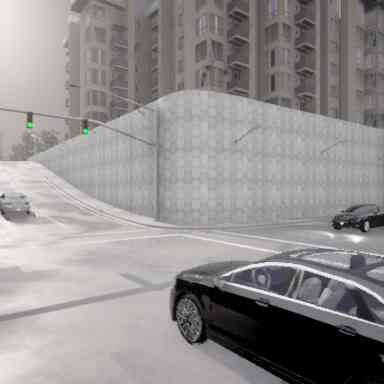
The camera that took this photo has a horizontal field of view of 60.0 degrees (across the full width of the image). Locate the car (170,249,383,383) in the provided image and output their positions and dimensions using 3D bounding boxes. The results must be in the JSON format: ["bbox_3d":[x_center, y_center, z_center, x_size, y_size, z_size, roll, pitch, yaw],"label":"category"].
[{"bbox_3d":[1.542,1.495,4.250,2.128,1.511,4.902,0,0,-36],"label":"car"}]

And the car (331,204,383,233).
[{"bbox_3d":[10.341,1.512,19.979,4.892,1.490,1.837,0,0,-36],"label":"car"}]

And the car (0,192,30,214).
[{"bbox_3d":[-13.570,0.735,25.265,1.812,1.442,4.674,0,7,-36],"label":"car"}]
